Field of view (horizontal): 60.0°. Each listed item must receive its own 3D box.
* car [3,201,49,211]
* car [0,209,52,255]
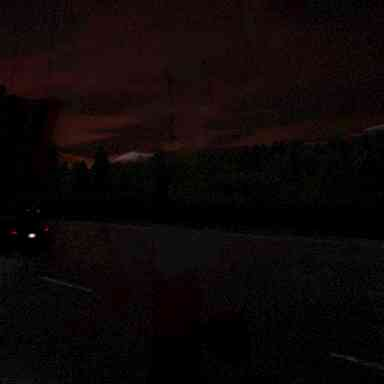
[{"bbox_3d":[-13.343,1.481,26.396,4.553,1.767,2.097,0,0,36],"label":"car"},{"bbox_3d":[-7.707,1.635,13.789,4.181,1.385,1.994,0,0,36],"label":"car"}]
